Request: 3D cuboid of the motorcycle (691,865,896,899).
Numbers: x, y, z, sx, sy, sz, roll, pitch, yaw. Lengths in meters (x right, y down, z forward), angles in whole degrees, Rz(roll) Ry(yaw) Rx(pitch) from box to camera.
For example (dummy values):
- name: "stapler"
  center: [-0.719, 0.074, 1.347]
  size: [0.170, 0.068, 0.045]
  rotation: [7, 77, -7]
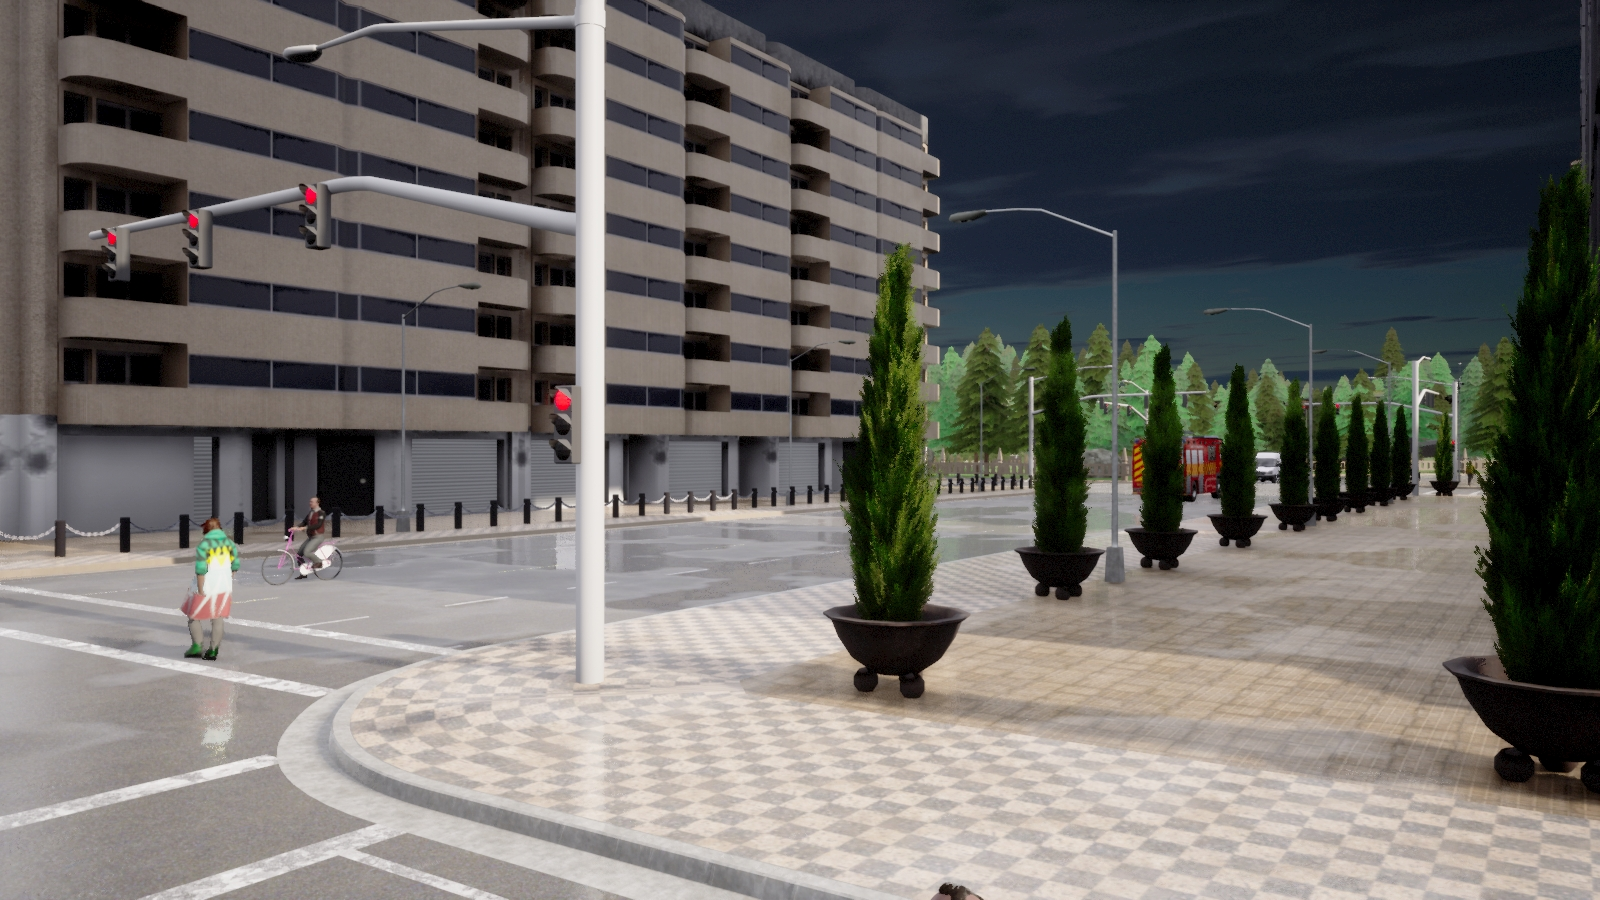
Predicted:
- name: "motorcycle"
  center: [0.516, 2.205, 3.364]
  size: [2.209, 1.251, 0.867]
  rotation: [0, 0, 34]

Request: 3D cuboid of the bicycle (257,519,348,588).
- name: "bicycle"
  center: [-10.218, 2.105, 23.507]
  size: [0.329, 1.271, 1.835]
  rotation: [0, 0, 33]

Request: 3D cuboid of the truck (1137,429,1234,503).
- name: "truck"
  center: [21.438, 0.835, 63.219]
  size: [2.891, 3.827, 8.468]
  rotation: [0, 0, 34]

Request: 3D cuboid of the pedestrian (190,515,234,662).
- name: "pedestrian"
  center: [-7.713, 1.804, 14.995]
  size: [0.375, 1.860, 0.375]
  rotation: [0, 0, 34]

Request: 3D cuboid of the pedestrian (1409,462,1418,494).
- name: "pedestrian"
  center: [36.376, 1.651, 67.764]
  size: [0.375, 1.860, 0.375]
  rotation: [0, 0, 44]
